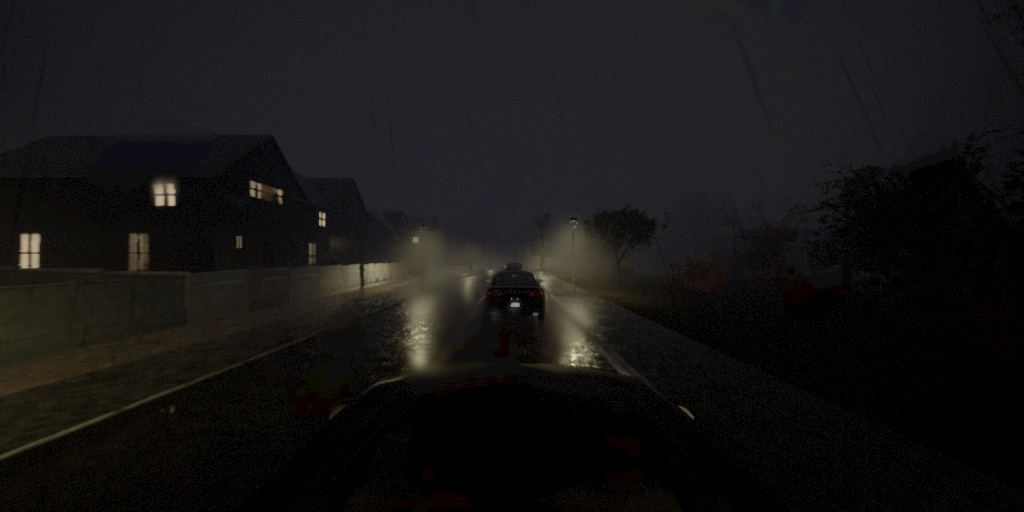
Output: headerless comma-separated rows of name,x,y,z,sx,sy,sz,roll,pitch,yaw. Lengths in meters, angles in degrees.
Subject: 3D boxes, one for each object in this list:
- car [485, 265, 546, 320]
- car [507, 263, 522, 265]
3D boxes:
car,0.103,1.259,12.771,1.882,1.535,5.008,0,0,0
car,0.201,1.338,30.834,1.837,1.490,4.892,0,0,1
